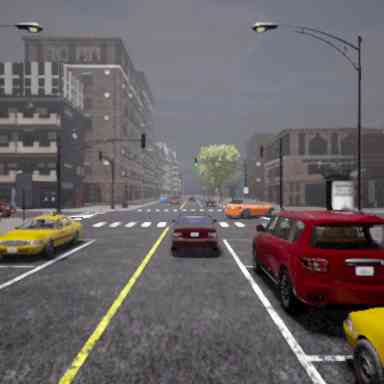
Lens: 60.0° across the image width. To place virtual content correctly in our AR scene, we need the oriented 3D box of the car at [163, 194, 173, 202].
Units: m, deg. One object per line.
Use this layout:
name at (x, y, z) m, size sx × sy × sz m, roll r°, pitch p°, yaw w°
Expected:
car at (-5.706, 1.355, 79.545) m, size 2.192 × 1.841 × 5.009 m, roll 0°, pitch 0°, yaw 0°

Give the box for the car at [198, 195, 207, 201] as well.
car at (2.673, 1.492, 85.241) m, size 1.967 × 1.590 × 4.097 m, roll 0°, pitch 0°, yaw 0°

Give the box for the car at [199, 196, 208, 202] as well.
car at (2.675, 1.591, 79.544) m, size 2.008 × 1.369 × 4.403 m, roll 0°, pitch 0°, yaw 0°

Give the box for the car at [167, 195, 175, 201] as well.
car at (-5.708, 1.615, 90.938) m, size 2.008 × 1.369 × 4.403 m, roll 0°, pitch 0°, yaw 0°

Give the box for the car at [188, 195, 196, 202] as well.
car at (-0.013, 1.553, 77.825) m, size 2.128 × 1.511 × 4.902 m, roll 0°, pitch 0°, yaw 0°

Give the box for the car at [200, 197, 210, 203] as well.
car at (2.677, 1.604, 68.151) m, size 1.802 × 1.307 × 4.206 m, roll 0°, pitch 0°, yaw 0°

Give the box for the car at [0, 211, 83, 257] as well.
car at (-5.694, 1.518, 12.938) m, size 1.752 × 1.417 × 4.829 m, roll 0°, pitch 0°, yaw 0°

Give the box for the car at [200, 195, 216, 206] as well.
car at (2.680, 1.553, 51.060) m, size 2.008 × 1.369 × 4.403 m, roll 0°, pitch 0°, yaw 0°

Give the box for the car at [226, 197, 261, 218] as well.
car at (5.170, 1.351, 28.967) m, size 4.553 × 1.767 × 2.097 m, roll 0°, pitch 0°, yaw -35°

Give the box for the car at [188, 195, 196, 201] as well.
car at (-0.015, 1.522, 88.249) m, size 1.994 × 1.385 × 4.181 m, roll 0°, pitch 0°, yaw 0°

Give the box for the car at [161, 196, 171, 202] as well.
car at (-5.705, 1.612, 73.848) m, size 1.802 × 1.307 × 4.206 m, roll 0°, pitch 0°, yaw 0°

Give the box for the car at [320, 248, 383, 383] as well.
car at (2.689, 1.524, 2.199) m, size 1.752 × 1.417 × 4.829 m, roll 0°, pitch 0°, yaw 0°

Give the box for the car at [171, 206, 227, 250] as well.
car at (0.098, 1.540, 14.139) m, size 2.033 × 1.411 × 5.357 m, roll 0°, pitch 0°, yaw 0°

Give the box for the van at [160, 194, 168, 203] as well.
van at (-5.704, 1.363, 68.151) m, size 1.690 × 1.788 × 3.998 m, roll 0°, pitch 0°, yaw 0°

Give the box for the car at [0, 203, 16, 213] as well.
car at (-17.278, 1.249, 27.339) m, size 5.009 × 1.841 × 2.192 m, roll 0°, pitch 0°, yaw 0°

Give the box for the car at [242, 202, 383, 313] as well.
car at (2.689, 1.311, 7.569) m, size 2.192 × 1.841 × 5.009 m, roll 0°, pitch 0°, yaw 0°

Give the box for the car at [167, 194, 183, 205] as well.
car at (-3.044, 1.538, 60.119) m, size 1.812 × 1.442 × 4.674 m, roll 0°, pitch 0°, yaw 1°

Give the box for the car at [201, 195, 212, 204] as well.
car at (2.678, 1.455, 62.454) m, size 1.967 × 1.590 × 4.097 m, roll 0°, pitch 0°, yaw 0°
